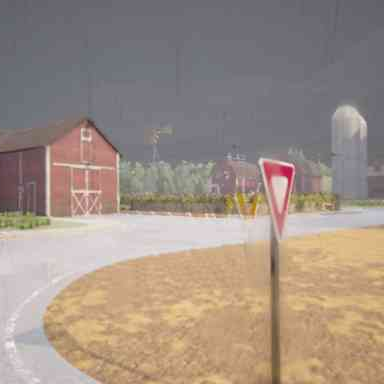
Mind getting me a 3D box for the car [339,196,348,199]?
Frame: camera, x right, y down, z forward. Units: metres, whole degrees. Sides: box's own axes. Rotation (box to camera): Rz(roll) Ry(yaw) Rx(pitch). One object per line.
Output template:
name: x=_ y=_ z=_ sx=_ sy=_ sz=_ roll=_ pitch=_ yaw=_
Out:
car: x=37.143 y=1.795 z=81.799 sx=2.242 sy=1.667 sz=4.611 roll=-1 pitch=0 yaw=35
